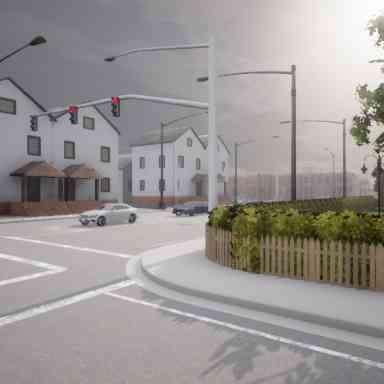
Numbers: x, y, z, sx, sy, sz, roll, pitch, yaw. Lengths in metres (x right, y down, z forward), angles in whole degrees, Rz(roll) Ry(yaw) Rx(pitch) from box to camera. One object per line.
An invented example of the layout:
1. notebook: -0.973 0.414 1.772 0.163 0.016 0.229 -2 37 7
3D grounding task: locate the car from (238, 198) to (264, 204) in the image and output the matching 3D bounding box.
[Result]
1. car: 7.619 1.490 42.761 2.128 1.511 4.902 0 0 35

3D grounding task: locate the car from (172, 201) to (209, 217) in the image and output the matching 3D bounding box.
1. car: 0.305 1.547 32.210 2.033 1.411 5.357 0 0 35

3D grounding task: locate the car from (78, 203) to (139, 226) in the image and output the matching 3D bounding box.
1. car: -5.729 1.526 23.473 1.812 1.442 4.674 0 0 35
